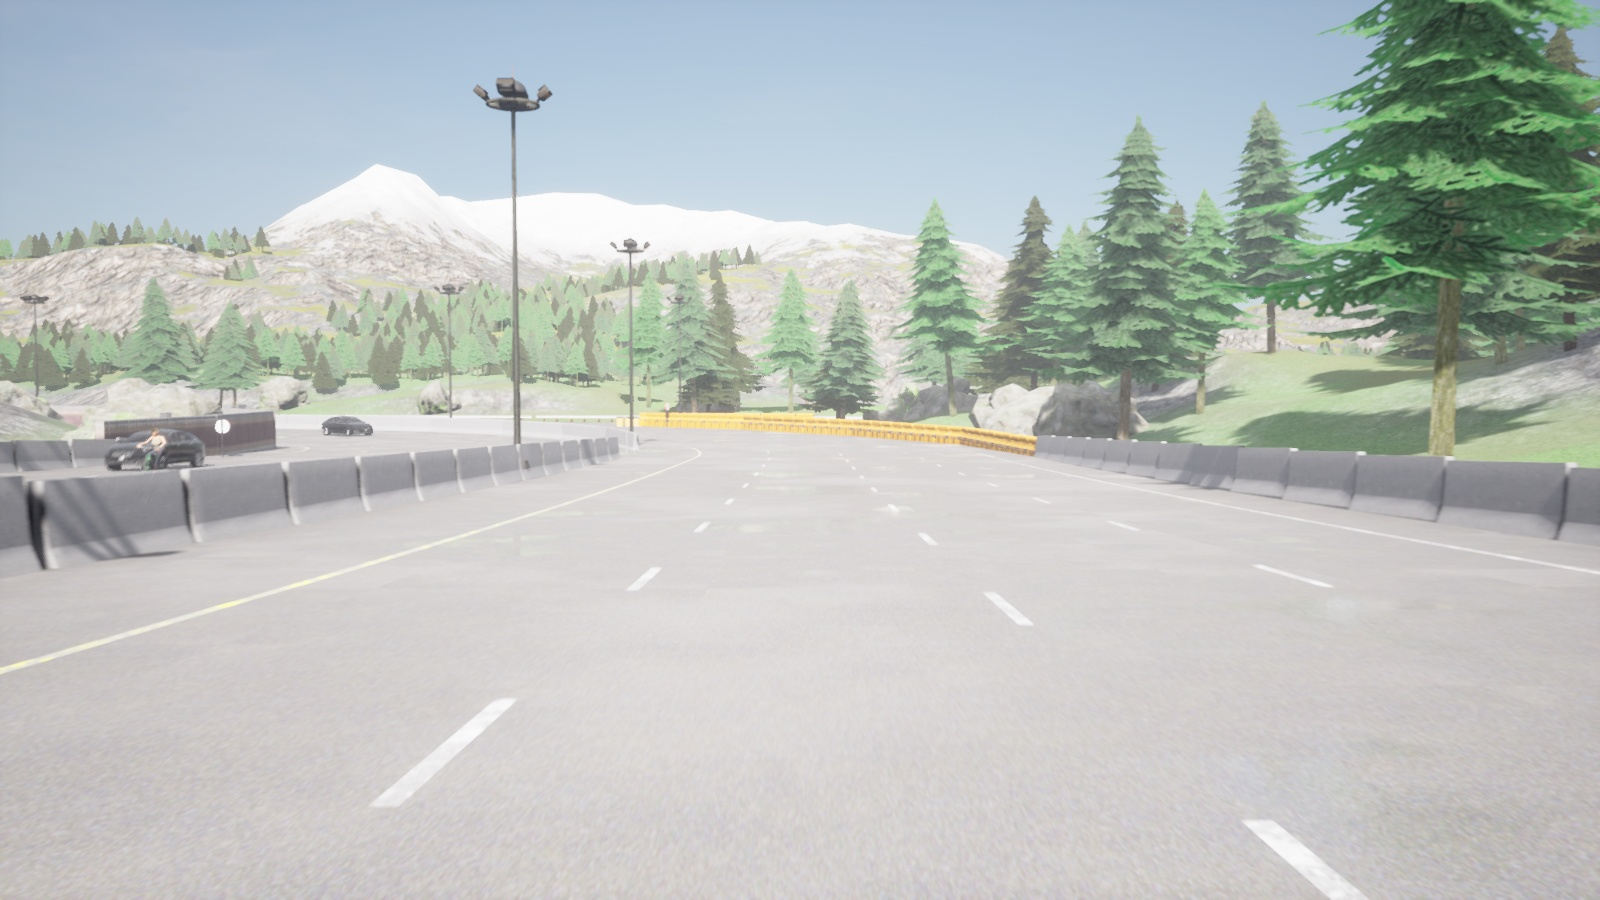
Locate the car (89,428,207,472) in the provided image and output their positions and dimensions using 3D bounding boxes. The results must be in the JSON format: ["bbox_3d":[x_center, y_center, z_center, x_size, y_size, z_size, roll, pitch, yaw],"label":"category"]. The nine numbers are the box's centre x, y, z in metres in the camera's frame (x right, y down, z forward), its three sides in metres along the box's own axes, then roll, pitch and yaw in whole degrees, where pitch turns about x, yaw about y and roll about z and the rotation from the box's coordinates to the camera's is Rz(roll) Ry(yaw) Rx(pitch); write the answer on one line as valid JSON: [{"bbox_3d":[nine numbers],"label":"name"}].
[{"bbox_3d":[-24.220,-0.041,46.859,1.837,1.490,4.892,0,1,0],"label":"car"}]

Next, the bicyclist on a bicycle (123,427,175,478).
[{"bbox_3d":[-20.762,0.065,40.098,0.866,1.612,1.509,0,1,0],"label":"bicyclist on a bicycle"}]
